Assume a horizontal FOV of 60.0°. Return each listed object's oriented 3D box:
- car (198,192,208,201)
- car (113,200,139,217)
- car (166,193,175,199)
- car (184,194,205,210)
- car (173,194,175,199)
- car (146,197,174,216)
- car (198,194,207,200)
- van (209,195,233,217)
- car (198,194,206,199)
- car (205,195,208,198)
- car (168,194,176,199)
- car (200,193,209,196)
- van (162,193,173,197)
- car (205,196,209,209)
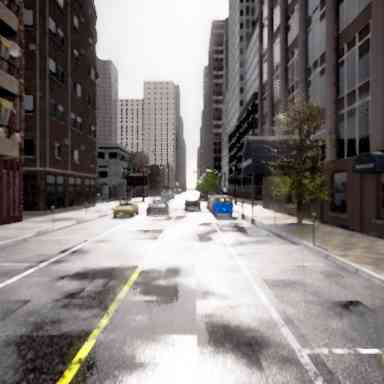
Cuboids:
[{"bbox_3d":[2.629,1.032,78.647,2.192,1.841,5.009,0,0,0],"label":"car"},{"bbox_3d":[-5.712,1.395,29.232,1.752,1.417,4.829,0,0,0],"label":"car"},{"bbox_3d":[-5.759,1.134,89.687,1.967,1.590,4.097,0,0,0],"label":"car"},{"bbox_3d":[0.071,1.320,39.417,2.128,1.511,4.902,0,0,0],"label":"car"},{"bbox_3d":[-5.750,1.158,78.638,1.967,1.590,4.097,0,0,0],"label":"car"},{"bbox_3d":[-3.096,1.426,31.068,1.994,1.385,4.181,0,0,0],"label":"car"},{"bbox_3d":[2.626,1.249,84.171,1.887,1.381,4.507,0,0,0],"label":"car"},{"bbox_3d":[2.667,1.210,29.408,1.690,1.788,3.998,0,0,0],"label":"van"},{"bbox_3d":[2.622,1.259,89.696,1.947,1.339,4.313,0,0,0],"label":"car"},{"bbox_3d":[2.659,1.406,40.736,1.802,1.307,4.206,0,0,0],"label":"car"},{"bbox_3d":[-5.762,1.234,95.210,2.008,1.369,4.403,0,0,0],"label":"car"},{"bbox_3d":[2.633,1.046,73.122,2.192,1.841,5.009,0,0,0],"label":"car"},{"bbox_3d":[-5.746,1.072,73.114,1.690,1.788,3.998,0,0,0],"label":"van"},{"bbox_3d":[2.663,1.370,35.243,1.752,1.417,4.829,0,0,0],"label":"car"}]
